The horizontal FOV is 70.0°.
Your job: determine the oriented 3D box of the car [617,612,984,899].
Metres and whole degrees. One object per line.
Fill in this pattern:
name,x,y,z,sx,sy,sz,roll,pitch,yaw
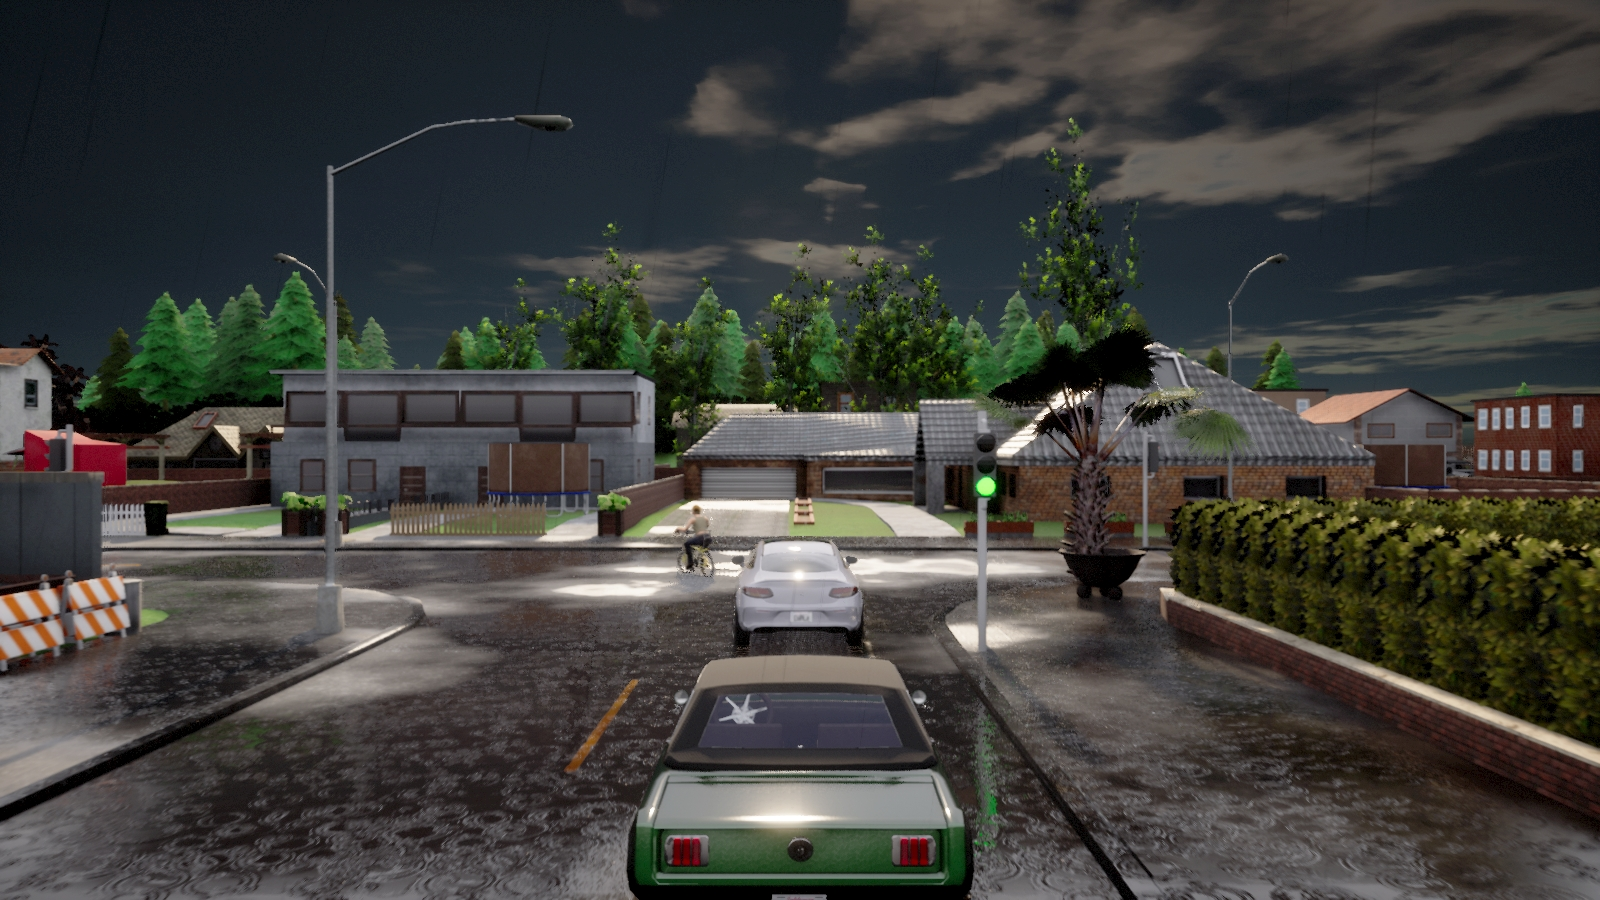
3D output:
car,0.002,2.155,8.260,1.895,1.301,4.718,0,0,0

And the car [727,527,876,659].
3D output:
car,-0.066,2.082,17.707,2.002,1.442,4.674,0,0,-2
